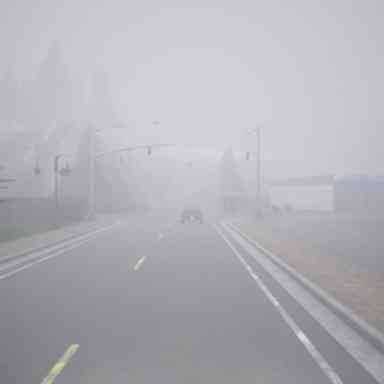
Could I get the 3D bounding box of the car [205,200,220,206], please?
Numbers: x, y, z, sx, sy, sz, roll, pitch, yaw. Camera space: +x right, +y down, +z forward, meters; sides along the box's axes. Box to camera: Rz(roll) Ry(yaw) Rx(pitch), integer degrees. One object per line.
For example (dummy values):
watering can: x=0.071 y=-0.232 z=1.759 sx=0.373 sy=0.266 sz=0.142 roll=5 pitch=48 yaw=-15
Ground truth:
car: x=3.859 y=2.401 z=72.774 sx=4.718 sy=1.301 sz=1.895 roll=0 pitch=-1 yaw=-24

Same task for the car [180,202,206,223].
car: x=0.029 y=1.823 z=28.480 sx=1.837 sy=1.490 sz=4.892 roll=0 pitch=0 yaw=1
